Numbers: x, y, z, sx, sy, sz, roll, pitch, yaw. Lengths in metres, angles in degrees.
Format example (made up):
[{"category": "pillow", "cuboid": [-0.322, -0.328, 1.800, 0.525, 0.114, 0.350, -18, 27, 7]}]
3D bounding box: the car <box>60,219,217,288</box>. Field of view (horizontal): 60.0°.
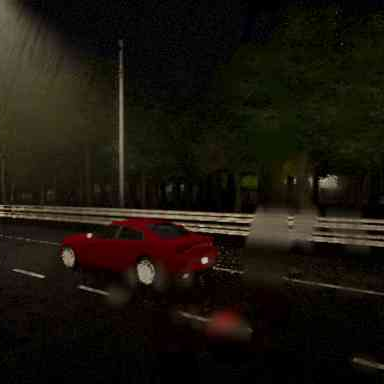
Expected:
[{"category": "car", "cuboid": [-1.705, 1.505, 9.391, 5.008, 1.535, 1.882, 0, 0, 36]}]
